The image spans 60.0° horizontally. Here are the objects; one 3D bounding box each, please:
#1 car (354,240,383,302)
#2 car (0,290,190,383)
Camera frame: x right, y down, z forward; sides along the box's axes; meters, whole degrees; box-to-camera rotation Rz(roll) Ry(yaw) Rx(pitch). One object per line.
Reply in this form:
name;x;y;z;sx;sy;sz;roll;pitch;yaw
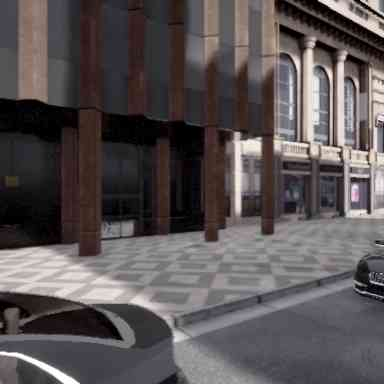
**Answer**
car;5.456;1.461;7.261;4.892;1.490;1.837;0;0;-35
car;-2.282;1.509;1.750;4.892;1.490;1.837;0;0;-36
